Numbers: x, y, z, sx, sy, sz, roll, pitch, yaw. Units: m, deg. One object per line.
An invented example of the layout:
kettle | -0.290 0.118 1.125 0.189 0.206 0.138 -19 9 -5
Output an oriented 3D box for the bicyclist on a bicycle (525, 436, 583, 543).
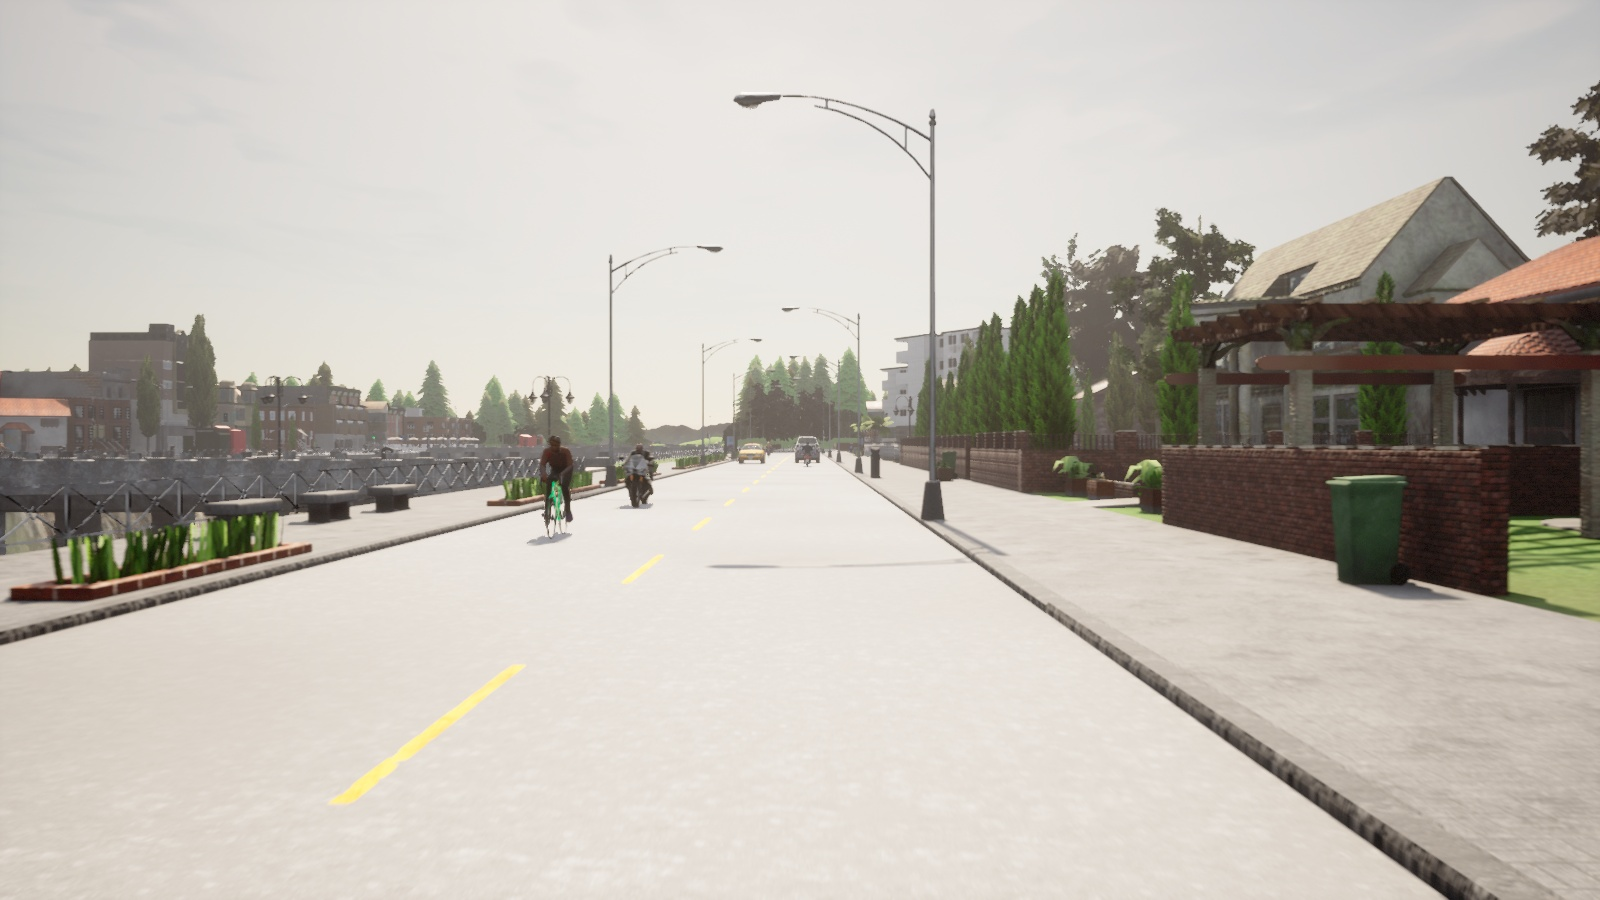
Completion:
bicyclist on a bicycle | -3.871 0.584 19.852 0.582 1.620 1.656 0 1 0

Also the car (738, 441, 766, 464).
car | -3.463 0.172 90.704 1.801 1.575 5.366 0 0 0

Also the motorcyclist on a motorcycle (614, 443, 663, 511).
motorcyclist on a motorcycle | -3.814 0.611 29.740 0.866 1.530 2.191 0 0 0

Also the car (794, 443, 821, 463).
car | 0.562 0.177 94.949 1.970 1.475 3.806 0 0 0
